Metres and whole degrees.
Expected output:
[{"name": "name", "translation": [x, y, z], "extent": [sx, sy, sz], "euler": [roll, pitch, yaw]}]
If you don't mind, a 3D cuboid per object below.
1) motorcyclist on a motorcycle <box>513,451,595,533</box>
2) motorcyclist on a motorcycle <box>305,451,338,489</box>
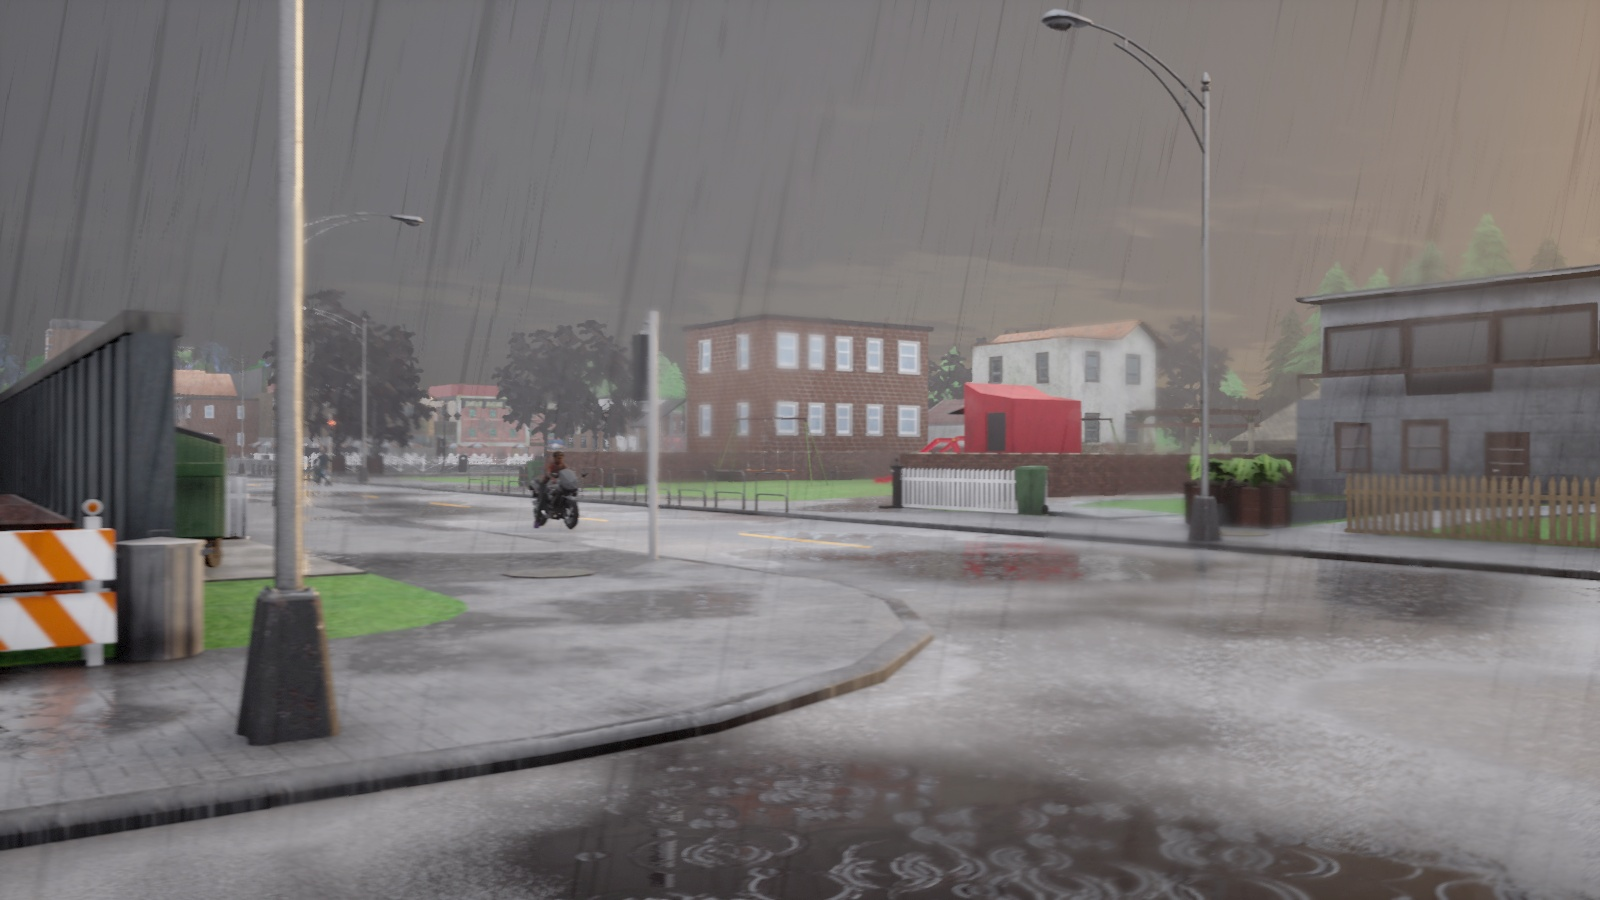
[{"name": "motorcyclist on a motorcycle", "translation": [-4.828, 0.791, 24.512], "extent": [0.797, 1.523, 2.044], "euler": [0, 0, -35]}, {"name": "motorcyclist on a motorcycle", "translation": [-20.393, 0.857, 53.508], "extent": [0.866, 1.590, 1.817], "euler": [0, 0, -35]}]
